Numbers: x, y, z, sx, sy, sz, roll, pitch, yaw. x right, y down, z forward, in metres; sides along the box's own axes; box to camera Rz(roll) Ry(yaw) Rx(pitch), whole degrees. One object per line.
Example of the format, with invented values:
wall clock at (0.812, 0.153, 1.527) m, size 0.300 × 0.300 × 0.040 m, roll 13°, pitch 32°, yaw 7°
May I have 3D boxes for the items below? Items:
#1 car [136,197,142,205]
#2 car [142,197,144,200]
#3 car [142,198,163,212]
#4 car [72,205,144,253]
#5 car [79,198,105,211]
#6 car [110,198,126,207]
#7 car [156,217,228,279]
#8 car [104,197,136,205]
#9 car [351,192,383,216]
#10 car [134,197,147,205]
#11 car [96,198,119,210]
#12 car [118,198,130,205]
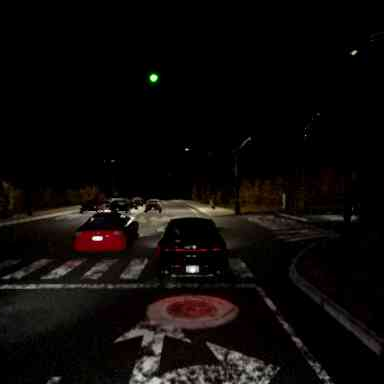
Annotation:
car at (-8.318, 1.673, 45.151) m, size 1.994 × 1.385 × 4.181 m, roll 0°, pitch 0°, yaw -4°
car at (-9.051, 1.638, 55.144) m, size 2.128 × 1.511 × 4.902 m, roll 0°, pitch 0°, yaw -5°
car at (-4.481, 1.611, 39.184) m, size 1.812 × 1.442 × 4.674 m, roll 0°, pitch 0°, yaw -4°
car at (-3.372, 1.518, 13.668) m, size 1.994 × 1.385 × 4.181 m, roll -1°, pitch 2°, yaw -1°
car at (-11.048, 1.605, 37.024) m, size 1.812 × 1.442 × 4.674 m, roll 0°, pitch 0°, yaw -3°
car at (-12.380, 1.715, 55.876) m, size 1.994 × 1.385 × 4.181 m, roll 0°, pitch 0°, yaw -5°
car at (-0.031, 1.516, 10.067) m, size 1.837 × 1.490 × 4.892 m, roll 0°, pitch 0°, yaw -1°
car at (-7.748, 1.567, 36.282) m, size 2.128 × 1.511 × 4.902 m, roll 0°, pitch 0°, yaw -3°
car at (12.794, 0.730, 21.890) m, size 4.674 × 1.442 × 1.812 m, roll -3°, pitch 0°, yaw -1°
car at (-10.053, 1.687, 65.309) m, size 2.128 × 1.511 × 4.902 m, roll 0°, pitch 0°, yaw -6°
car at (-11.636, 1.604, 46.129) m, size 2.128 × 1.511 × 4.902 m, roll 0°, pitch 0°, yaw -4°
car at (-13.409, 1.802, 66.148) m, size 1.895 × 1.301 × 4.718 m, roll 0°, pitch 0°, yaw -6°
